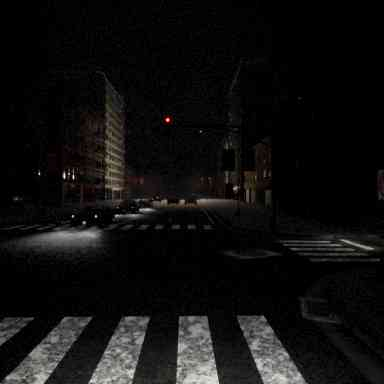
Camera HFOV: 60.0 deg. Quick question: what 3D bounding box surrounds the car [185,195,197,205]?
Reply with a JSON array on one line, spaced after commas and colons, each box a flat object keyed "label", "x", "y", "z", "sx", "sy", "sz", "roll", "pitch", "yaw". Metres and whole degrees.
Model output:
[{"label": "car", "x": -0.239, "y": 1.348, "z": 58.299, "sx": 2.097, "sy": 1.767, "sz": 4.553, "roll": 0, "pitch": 0, "yaw": 0}]

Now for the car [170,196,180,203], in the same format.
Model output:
[{"label": "car", "x": -3.452, "y": 1.595, "z": 69.883, "sx": 1.895, "sy": 1.301, "sz": 4.718, "roll": 0, "pitch": 0, "yaw": 0}]

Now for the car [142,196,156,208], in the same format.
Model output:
[{"label": "car", "x": -6.789, "y": 1.599, "z": 47.775, "sx": 1.895, "sy": 1.301, "sz": 4.718, "roll": 0, "pitch": 0, "yaw": 0}]

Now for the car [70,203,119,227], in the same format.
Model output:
[{"label": "car", "x": -6.694, "y": 1.603, "z": 22.839, "sx": 1.895, "sy": 1.301, "sz": 4.718, "roll": 0, "pitch": 0, "yaw": 0}]

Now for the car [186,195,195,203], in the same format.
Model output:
[{"label": "car", "x": -0.280, "y": 1.472, "z": 68.331, "sx": 1.882, "sy": 1.535, "sz": 5.008, "roll": 0, "pitch": 0, "yaw": 0}]

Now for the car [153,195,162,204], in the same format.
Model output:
[{"label": "car", "x": -6.759, "y": 1.301, "z": 63.304, "sx": 1.837, "sy": 1.490, "sz": 4.892, "roll": 0, "pitch": 0, "yaw": 0}]

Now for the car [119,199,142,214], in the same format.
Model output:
[{"label": "car", "x": -6.747, "y": 1.528, "z": 35.281, "sx": 1.812, "sy": 1.442, "sz": 4.674, "roll": 0, "pitch": 1, "yaw": -1}]

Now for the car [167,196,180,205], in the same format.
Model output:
[{"label": "car", "x": -3.396, "y": 1.474, "z": 59.729, "sx": 1.882, "sy": 1.535, "sz": 5.008, "roll": 0, "pitch": 0, "yaw": 0}]
